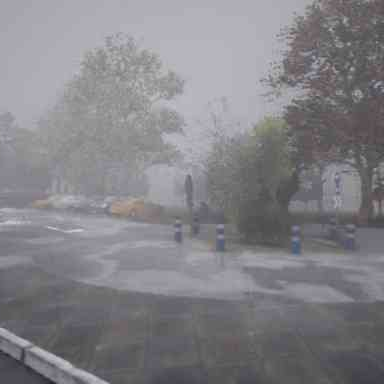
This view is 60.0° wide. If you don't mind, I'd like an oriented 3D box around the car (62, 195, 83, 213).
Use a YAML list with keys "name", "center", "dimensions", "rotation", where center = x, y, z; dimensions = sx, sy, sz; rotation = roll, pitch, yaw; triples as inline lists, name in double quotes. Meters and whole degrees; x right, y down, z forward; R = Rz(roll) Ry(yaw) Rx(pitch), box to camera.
- name: "car"
  center: [-8.790, 1.140, 30.254]
  dimensions: [2.163, 1.488, 4.792]
  rotation: [2, 1, 36]

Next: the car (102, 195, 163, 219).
- name: "car"
  center: [-4.393, 1.246, 27.091]
  dimensions: [2.097, 1.535, 5.008]
  rotation: [2, 1, 36]

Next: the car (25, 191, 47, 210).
- name: "car"
  center: [-13.362, 0.968, 33.381]
  dimensions: [1.946, 1.575, 5.366]
  rotation: [2, 1, 36]

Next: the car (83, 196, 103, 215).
- name: "car"
  center: [-6.611, 1.051, 28.747]
  dimensions: [2.185, 1.767, 4.553]
  rotation: [2, 1, 36]

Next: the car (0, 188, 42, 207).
- name: "car"
  center: [-17.712, 0.580, 36.805]
  dimensions: [2.435, 2.045, 5.566]
  rotation: [2, 1, 36]

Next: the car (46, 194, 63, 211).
- name: "car"
  center: [-11.015, 1.080, 31.903]
  dimensions: [2.002, 1.452, 4.674]
  rotation: [2, 1, 36]
